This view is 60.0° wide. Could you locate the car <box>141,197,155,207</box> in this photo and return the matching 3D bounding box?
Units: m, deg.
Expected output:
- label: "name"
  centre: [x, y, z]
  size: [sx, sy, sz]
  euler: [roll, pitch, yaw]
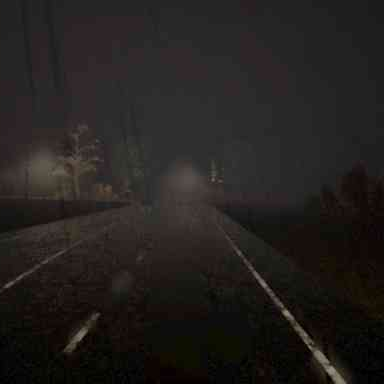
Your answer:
- label: "car"
  centre: [-7.012, 1.541, 53.562]
  size: [2.128, 1.511, 4.902]
  euler: [0, 0, 0]
